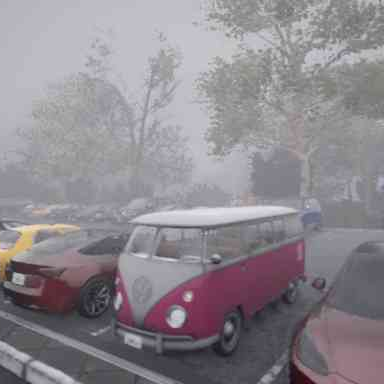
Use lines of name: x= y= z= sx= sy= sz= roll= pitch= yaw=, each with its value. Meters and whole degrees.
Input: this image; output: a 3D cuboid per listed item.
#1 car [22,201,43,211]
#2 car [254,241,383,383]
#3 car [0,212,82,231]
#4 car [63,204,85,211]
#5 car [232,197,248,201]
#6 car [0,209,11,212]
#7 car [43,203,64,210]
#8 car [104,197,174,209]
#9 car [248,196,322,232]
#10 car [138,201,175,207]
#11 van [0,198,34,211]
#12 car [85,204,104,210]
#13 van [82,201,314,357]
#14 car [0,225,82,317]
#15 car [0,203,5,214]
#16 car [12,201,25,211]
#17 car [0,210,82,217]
car: x=-12.554 y=1.810 z=31.247 sx=1.946 sy=1.575 sz=5.366 roll=-1 pitch=-1 yaw=35
car: x=2.875 y=1.503 z=4.412 sx=2.163 sy=1.488 sz=4.792 roll=-1 pitch=0 yaw=35
car: x=-3.854 y=1.559 z=9.461 sx=1.946 sy=1.575 sz=5.366 roll=-1 pitch=0 yaw=35
car: x=-7.924 y=1.766 z=28.144 sx=2.163 sy=1.488 sz=4.792 roll=-1 pitch=-1 yaw=35
car: x=3.419 y=1.312 z=20.076 sx=2.435 sy=2.045 sz=5.566 roll=-1 pitch=0 yaw=35
car: x=-10.829 y=1.690 z=14.160 sx=2.163 sy=1.488 sz=4.792 roll=-1 pitch=0 yaw=35
car: x=-10.179 y=1.775 z=29.778 sx=2.097 sy=1.535 sz=5.008 roll=-1 pitch=-1 yaw=35
car: x=-3.389 y=1.411 z=24.920 sx=2.435 sy=2.045 sz=5.566 roll=-1 pitch=-1 yaw=35
car: x=5.588 y=1.284 z=18.534 sx=2.435 sy=2.045 sz=5.566 roll=-1 pitch=0 yaw=35
car: x=-1.102 y=1.628 z=23.321 sx=2.097 sy=1.535 sz=5.008 roll=-1 pitch=-1 yaw=35
van: x=-19.188 y=1.702 z=36.341 sx=1.878 sy=1.987 sz=4.442 roll=-1 pitch=-1 yaw=35
car: x=-5.621 y=1.728 z=26.577 sx=2.163 sy=1.488 sz=4.792 roll=-1 pitch=-1 yaw=35
van: x=0.538 y=1.277 z=5.967 sx=1.878 sy=1.987 sz=4.442 roll=-1 pitch=0 yaw=35
car: x=-1.660 y=1.562 z=7.709 sx=2.163 sy=1.488 sz=4.792 roll=-1 pitch=0 yaw=35
car: x=-26.047 y=2.099 z=41.094 sx=2.002 sy=1.452 sz=4.674 roll=-1 pitch=-1 yaw=36
car: x=-14.716 y=1.891 z=33.010 sx=2.002 sy=1.452 sz=4.674 roll=-1 pitch=-1 yaw=35
car: x=-6.246 y=1.592 z=10.929 sx=2.097 sy=1.535 sz=5.008 roll=-1 pitch=0 yaw=35
